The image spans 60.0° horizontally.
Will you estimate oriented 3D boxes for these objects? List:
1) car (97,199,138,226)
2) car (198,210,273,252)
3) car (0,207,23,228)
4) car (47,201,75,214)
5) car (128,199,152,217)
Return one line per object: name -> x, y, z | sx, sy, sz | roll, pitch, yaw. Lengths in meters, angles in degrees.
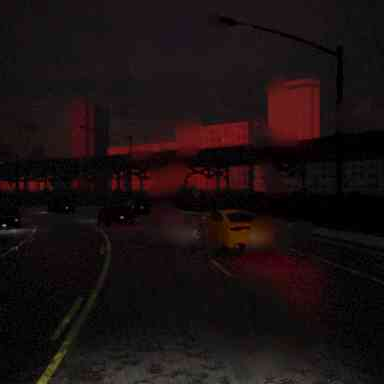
car -> -5.729, 1.559, 24.532 | 1.882, 1.535, 5.008 | -1, 0, -25
car -> 1.642, 1.481, 14.158 | 1.882, 1.535, 5.008 | 0, 0, -13
car -> -12.898, 1.723, 23.070 | 2.033, 1.411, 5.357 | -1, 0, -28
car -> -15.325, 1.767, 38.750 | 1.994, 1.385, 4.181 | -1, 0, -41
car -> -5.524, 1.421, 31.423 | 2.097, 1.767, 4.553 | -1, 0, -30
